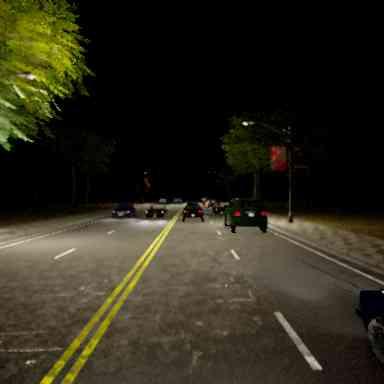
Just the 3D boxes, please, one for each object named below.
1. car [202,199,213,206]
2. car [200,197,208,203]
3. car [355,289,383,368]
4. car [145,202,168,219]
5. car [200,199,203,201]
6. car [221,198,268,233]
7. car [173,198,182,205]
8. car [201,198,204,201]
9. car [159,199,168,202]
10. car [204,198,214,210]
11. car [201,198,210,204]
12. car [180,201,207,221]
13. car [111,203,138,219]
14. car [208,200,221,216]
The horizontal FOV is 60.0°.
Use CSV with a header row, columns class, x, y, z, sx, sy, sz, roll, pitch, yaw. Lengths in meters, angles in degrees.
class,x,y,z,sx,sy,sz,roll,pitch,yaw
car,3.236,2.183,70.793,2.033,1.411,5.357,0,0,0
car,3.232,2.290,92.792,2.128,1.511,4.902,0,0,0
car,3.349,1.627,2.803,1.895,1.301,4.718,0,-1,0
car,-3.353,1.898,32.129,1.895,1.301,4.718,0,-1,0
car,0.091,1.993,48.038,2.033,1.411,5.357,0,-1,0
car,3.348,1.419,21.428,2.150,2.045,5.566,0,0,0
car,-3.265,2.131,75.159,1.882,1.535,5.008,0,0,0
car,3.238,1.902,59.765,2.097,1.767,4.553,0,0,0
car,-6.515,2.193,75.158,2.033,1.411,5.357,0,0,0
car,3.240,1.945,48.795,2.128,1.511,4.902,0,-1,0
car,3.234,2.264,81.792,2.033,1.411,5.357,0,0,0
car,0.094,1.803,30.049,1.812,1.442,4.674,0,0,0
car,-6.601,1.832,33.032,1.812,1.442,4.674,0,-1,0
car,3.242,1.952,37.824,1.895,1.301,4.718,0,-1,0
